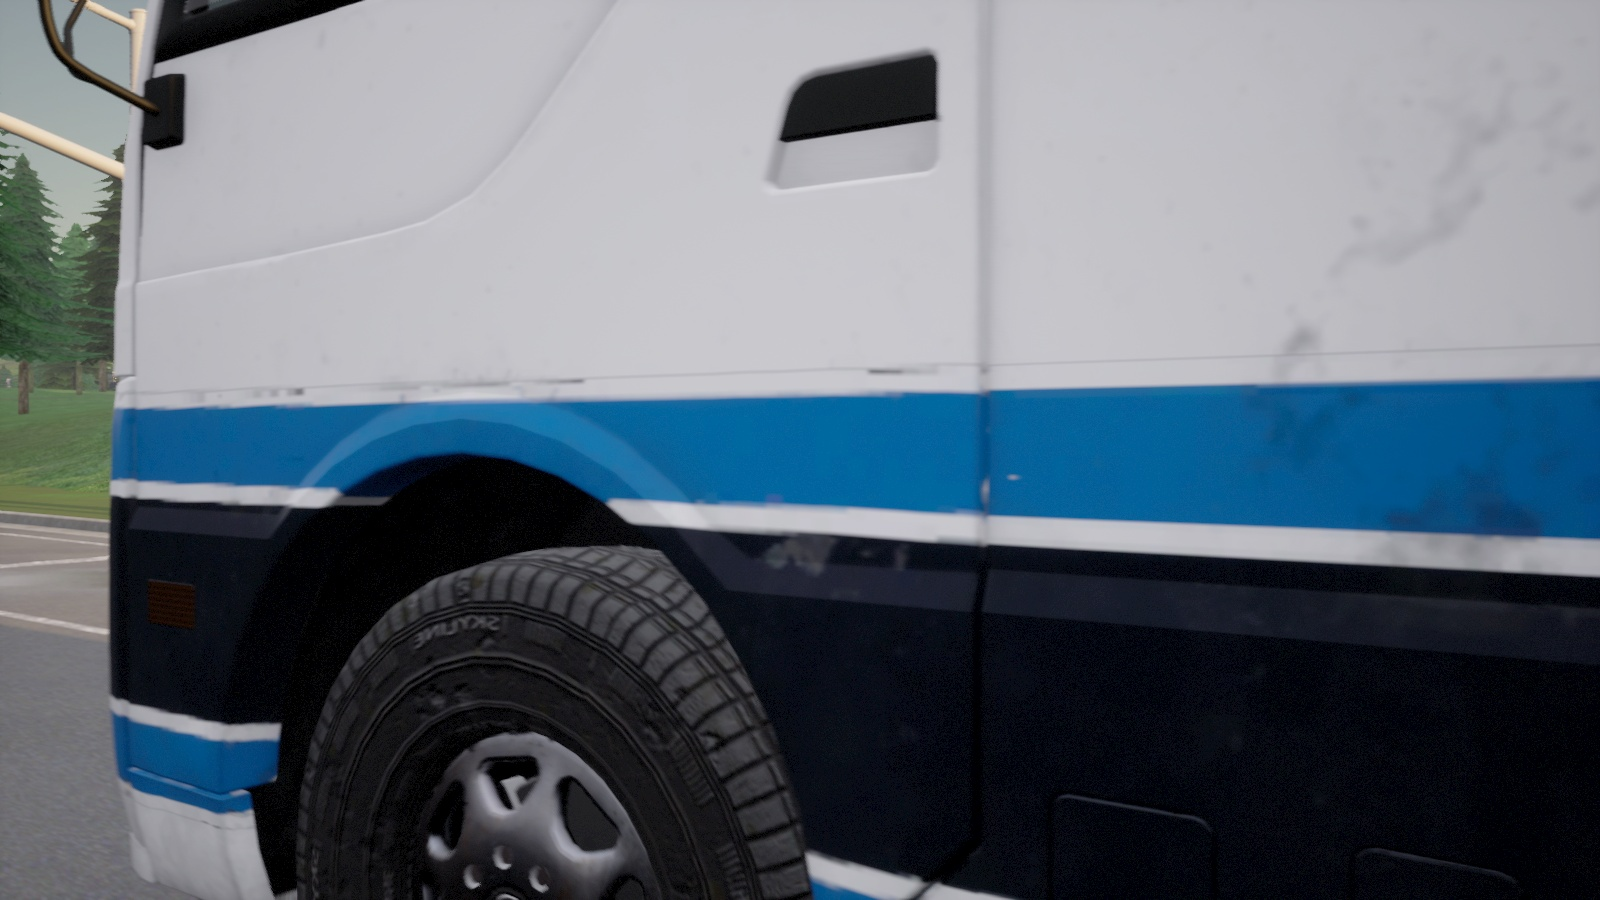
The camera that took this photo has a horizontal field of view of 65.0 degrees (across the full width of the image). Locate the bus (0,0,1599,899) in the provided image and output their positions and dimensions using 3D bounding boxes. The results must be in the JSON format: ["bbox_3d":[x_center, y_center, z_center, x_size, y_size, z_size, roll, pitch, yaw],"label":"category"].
[{"bbox_3d":[2.840,-0.695,1.707,10.273,4.253,3.944,-1,1,34],"label":"bus"}]
